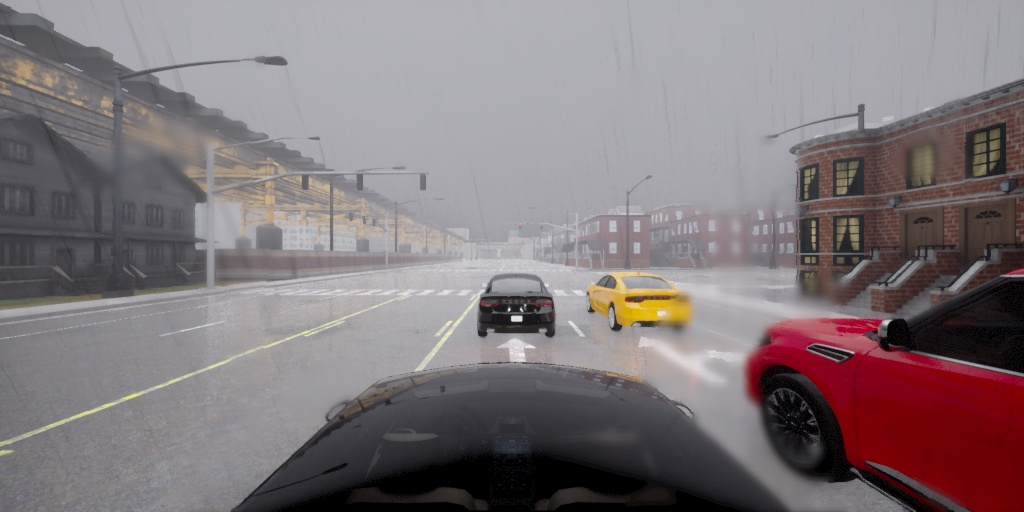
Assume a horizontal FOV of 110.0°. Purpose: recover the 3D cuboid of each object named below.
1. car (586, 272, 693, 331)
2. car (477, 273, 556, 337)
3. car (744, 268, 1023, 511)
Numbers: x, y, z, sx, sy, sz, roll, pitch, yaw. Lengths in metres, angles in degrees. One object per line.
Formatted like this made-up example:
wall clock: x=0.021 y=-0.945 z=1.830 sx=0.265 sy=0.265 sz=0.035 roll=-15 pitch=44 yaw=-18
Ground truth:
car: x=3.609 y=1.228 z=11.055 sx=1.882 sy=1.535 sz=5.008 roll=0 pitch=0 yaw=0
car: x=0.107 y=1.228 z=10.353 sx=1.882 sy=1.535 sz=5.008 roll=0 pitch=0 yaw=0
car: x=3.598 y=0.971 z=1.530 sx=2.150 sy=2.045 sz=5.566 roll=0 pitch=0 yaw=0
